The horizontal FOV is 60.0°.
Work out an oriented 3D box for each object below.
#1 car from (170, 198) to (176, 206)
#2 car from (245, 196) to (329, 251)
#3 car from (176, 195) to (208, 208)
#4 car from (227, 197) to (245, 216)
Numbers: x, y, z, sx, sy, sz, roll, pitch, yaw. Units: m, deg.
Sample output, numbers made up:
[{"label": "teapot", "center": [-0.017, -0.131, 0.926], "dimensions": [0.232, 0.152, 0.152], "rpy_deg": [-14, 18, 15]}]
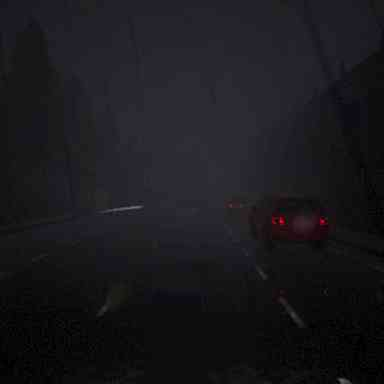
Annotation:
[{"label": "car", "center": [-1.246, 1.244, 47.901], "dimensions": [2.128, 1.511, 4.902], "rpy_deg": [0, 0, 30]}, {"label": "car", "center": [3.825, 1.161, 13.984], "dimensions": [2.150, 2.045, 5.566], "rpy_deg": [0, 0, 1]}, {"label": "car", "center": [0.418, 1.325, 43.910], "dimensions": [2.033, 1.411, 5.357], "rpy_deg": [0, 0, 26]}, {"label": "car", "center": [4.313, 1.210, 30.186], "dimensions": [2.097, 1.767, 4.553], "rpy_deg": [0, 0, 4]}]
